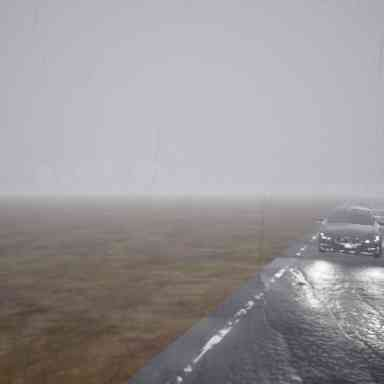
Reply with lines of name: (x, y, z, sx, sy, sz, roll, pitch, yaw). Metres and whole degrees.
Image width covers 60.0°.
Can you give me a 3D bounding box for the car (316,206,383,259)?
car: (5.814, 1.328, 12.189, 1.837, 1.490, 4.892, 1, 2, 27)
